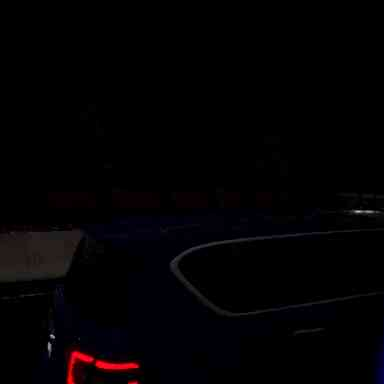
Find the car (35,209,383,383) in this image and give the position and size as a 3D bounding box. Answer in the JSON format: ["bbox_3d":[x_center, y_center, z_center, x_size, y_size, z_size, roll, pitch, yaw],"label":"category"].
[{"bbox_3d":[1.310,1.224,3.749,5.566,2.045,2.150,0,0,-26],"label":"car"}]
